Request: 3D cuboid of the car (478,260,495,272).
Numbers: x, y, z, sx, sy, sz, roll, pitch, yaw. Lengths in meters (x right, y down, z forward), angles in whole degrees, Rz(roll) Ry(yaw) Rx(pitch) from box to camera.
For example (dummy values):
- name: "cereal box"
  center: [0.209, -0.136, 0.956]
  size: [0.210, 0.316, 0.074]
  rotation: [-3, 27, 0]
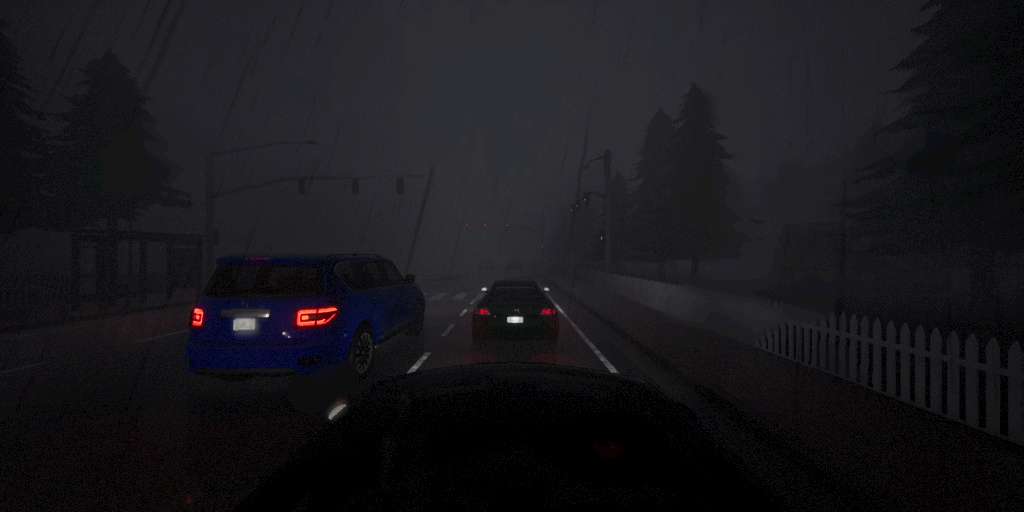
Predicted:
- name: "car"
  center: [-3.222, 1.241, 45.569]
  size: [2.128, 1.511, 4.902]
  rotation: [0, 0, 1]

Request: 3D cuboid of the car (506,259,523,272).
- name: "car"
  center: [0.281, 1.102, 45.664]
  size: [2.097, 1.767, 4.553]
  rotation: [0, 0, 0]

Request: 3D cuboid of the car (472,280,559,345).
- name: "car"
  center: [0.089, 1.314, 9.556]
  size: [1.994, 1.385, 4.181]
  rotation: [0, 0, 1]

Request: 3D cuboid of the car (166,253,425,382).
- name: "car"
  center: [-3.404, 0.972, 7.276]
  size: [2.150, 2.045, 5.566]
  rotation: [0, 0, 0]
